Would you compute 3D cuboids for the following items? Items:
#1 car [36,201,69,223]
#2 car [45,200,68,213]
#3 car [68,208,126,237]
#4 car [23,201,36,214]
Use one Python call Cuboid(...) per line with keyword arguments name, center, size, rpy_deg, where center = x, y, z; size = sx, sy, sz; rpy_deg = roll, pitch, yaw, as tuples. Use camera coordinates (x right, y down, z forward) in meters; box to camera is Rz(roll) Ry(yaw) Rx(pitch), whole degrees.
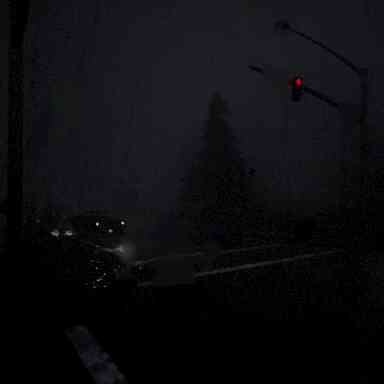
Cuboid(name="car", center=(-11.415, 1.773, 28.222), size=(2.128, 1.511, 4.902), rpy_deg=(0, -1, -34))
Cuboid(name="car", center=(-18.174, 1.922, 44.500), size=(1.882, 1.535, 5.008), rpy_deg=(0, -1, -34))
Cuboid(name="car", center=(-5.632, 1.803, 19.797), size=(1.895, 1.301, 4.718), rpy_deg=(0, -1, -35))
Cuboid(name="car", center=(-20.209, 1.928, 41.162), size=(1.837, 1.490, 4.892), rpy_deg=(1, -1, -34))
